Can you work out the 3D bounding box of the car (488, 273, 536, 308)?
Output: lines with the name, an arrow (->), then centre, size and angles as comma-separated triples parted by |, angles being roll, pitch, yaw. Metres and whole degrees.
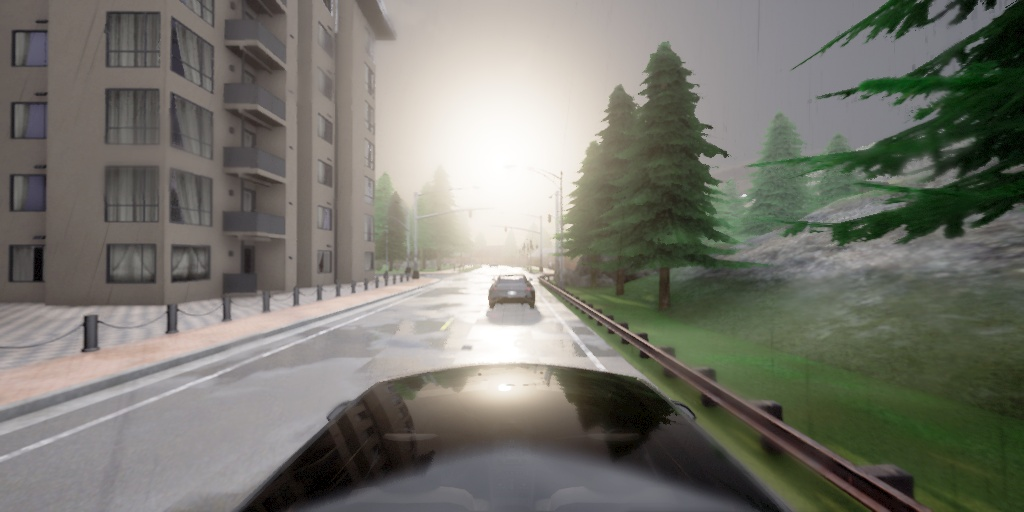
car -> 0.004, 1.450, 16.155 | 1.994, 1.385, 4.181 | 0, 0, 0
